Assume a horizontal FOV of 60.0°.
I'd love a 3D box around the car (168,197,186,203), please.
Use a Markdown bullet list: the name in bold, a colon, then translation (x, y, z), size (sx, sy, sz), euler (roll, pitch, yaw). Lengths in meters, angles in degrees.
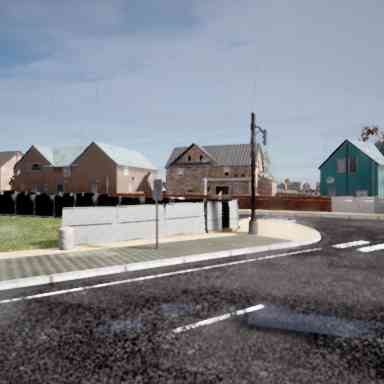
- **car**: translation (-0.955, 1.119, 25.385), size (4.674, 1.442, 1.812), euler (1, 0, 21)
